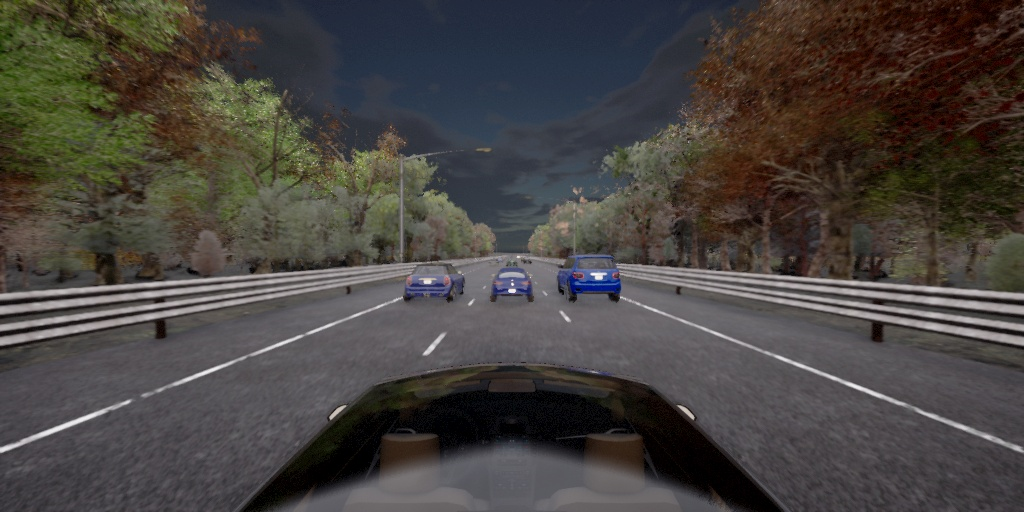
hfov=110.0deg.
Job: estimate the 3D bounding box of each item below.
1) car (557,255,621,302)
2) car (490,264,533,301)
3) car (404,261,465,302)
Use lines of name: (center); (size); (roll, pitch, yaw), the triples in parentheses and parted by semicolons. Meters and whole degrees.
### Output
car: (3.505, 0.967, 17.156); (2.150, 2.045, 5.566); (0, 0, 0)
car: (0.006, 1.271, 17.107); (1.812, 1.442, 4.674); (0, 0, 0)
car: (-3.496, 1.097, 17.008); (2.097, 1.767, 4.553); (0, 0, 0)
